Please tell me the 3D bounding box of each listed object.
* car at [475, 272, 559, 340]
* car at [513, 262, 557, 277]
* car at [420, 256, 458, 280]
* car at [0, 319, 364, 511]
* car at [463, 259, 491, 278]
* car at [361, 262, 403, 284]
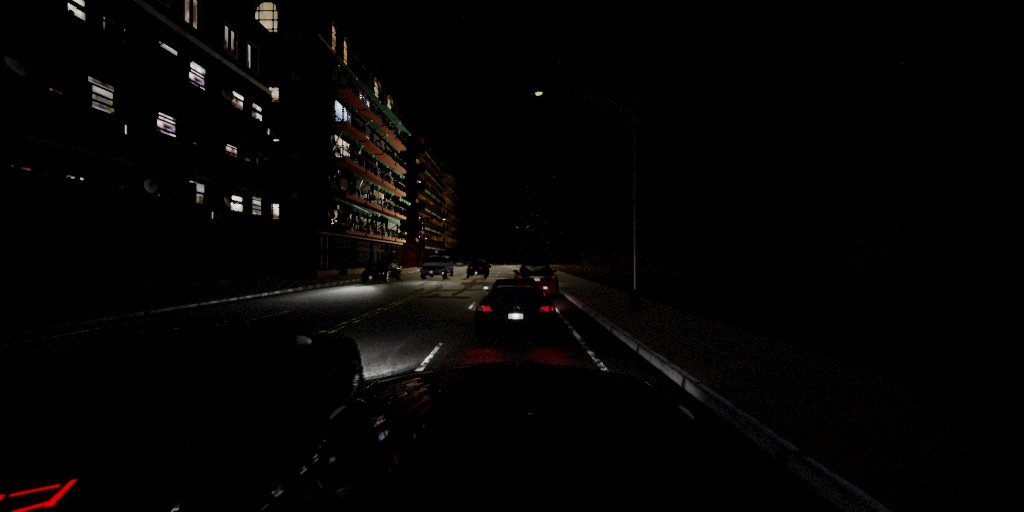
[{"bbox_3d":[0.101,1.315,10.017,1.994,1.385,4.181,0,0,0],"label":"car"},{"bbox_3d":[1.150,1.103,18.596,2.097,1.767,4.553,0,0,0],"label":"car"},{"bbox_3d":[-6.576,0.974,31.962,2.150,2.045,5.566,0,0,0],"label":"car"},{"bbox_3d":[-3.152,1.313,3.559,1.994,1.385,4.181,0,0,0],"label":"car"},{"bbox_3d":[-3.121,1.252,33.604,1.837,1.490,4.892,0,-1,0],"label":"car"},{"bbox_3d":[-9.830,1.244,27.375,2.128,1.511,4.902,0,0,0],"label":"car"}]
